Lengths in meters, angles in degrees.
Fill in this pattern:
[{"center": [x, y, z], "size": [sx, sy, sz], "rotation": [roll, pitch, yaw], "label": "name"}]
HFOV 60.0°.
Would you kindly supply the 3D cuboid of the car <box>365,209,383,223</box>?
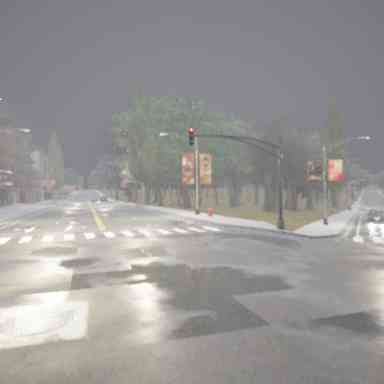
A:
[{"center": [20.117, 2.616, 36.382], "size": [2.128, 1.511, 4.902], "rotation": [-1, -1, 27], "label": "car"}]
